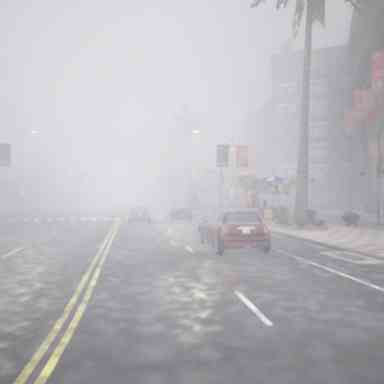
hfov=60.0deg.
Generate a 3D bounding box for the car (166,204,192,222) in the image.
[{"bbox_3d":[-1.220,1.780,29.843,1.882,1.535,5.008,0,0,-10],"label":"car"}]

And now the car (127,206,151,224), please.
[{"bbox_3d":[-4.373,1.827,27.538,2.033,1.411,5.357,0,-1,-10],"label":"car"}]

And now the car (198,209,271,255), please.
[{"bbox_3d":[1.628,1.497,14.324,2.097,1.767,4.553,0,-1,-10],"label":"car"}]
